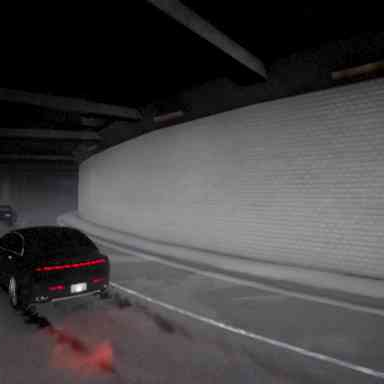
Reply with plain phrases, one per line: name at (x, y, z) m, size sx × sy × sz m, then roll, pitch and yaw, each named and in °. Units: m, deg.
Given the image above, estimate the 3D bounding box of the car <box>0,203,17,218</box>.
car at (-15.574, 1.821, 27.313) m, size 2.033 × 1.411 × 5.357 m, roll 1°, pitch -1°, yaw -23°

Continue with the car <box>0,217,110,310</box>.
car at (-3.749, 1.596, 8.194) m, size 1.837 × 1.490 × 4.892 m, roll 0°, pitch 0°, yaw -41°
